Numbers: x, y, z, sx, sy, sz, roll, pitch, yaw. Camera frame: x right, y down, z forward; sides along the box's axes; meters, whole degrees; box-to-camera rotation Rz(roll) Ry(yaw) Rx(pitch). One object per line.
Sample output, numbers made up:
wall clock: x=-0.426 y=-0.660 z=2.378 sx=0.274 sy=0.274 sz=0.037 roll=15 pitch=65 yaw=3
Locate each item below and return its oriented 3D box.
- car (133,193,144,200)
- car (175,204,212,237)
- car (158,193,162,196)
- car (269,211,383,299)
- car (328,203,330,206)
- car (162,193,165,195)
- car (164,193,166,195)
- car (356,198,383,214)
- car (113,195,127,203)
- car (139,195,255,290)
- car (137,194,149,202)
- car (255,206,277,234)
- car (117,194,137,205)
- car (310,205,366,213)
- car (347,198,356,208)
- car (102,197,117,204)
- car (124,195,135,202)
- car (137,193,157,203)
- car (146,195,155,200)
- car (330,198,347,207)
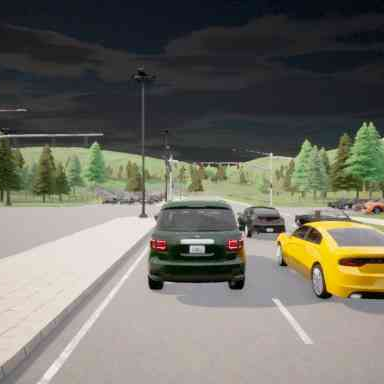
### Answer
car: x=-15.118 y=1.222 z=94.148 sx=2.150 sy=2.045 sz=5.566 roll=0 pitch=0 yaw=0
car: x=0.072 y=1.505 z=19.089 sx=1.837 sy=1.490 sz=4.892 roll=0 pitch=0 yaw=0
car: x=-8.115 y=1.355 z=69.635 sx=2.097 sy=1.767 sz=4.553 roll=0 pitch=0 yaw=0
car: x=3.586 y=1.478 z=8.488 sx=1.882 sy=1.535 sz=5.008 roll=0 pitch=0 yaw=0
car: x=21.221 y=1.547 z=44.918 sx=5.357 sy=1.411 sz=2.033 roll=0 pitch=0 yaw=1
car: x=-8.130 y=1.552 z=78.512 sx=1.994 sy=1.385 sz=4.181 roll=0 pitch=0 yaw=0
car: x=-8.131 y=1.224 z=92.385 sx=2.150 sy=2.045 sz=5.566 roll=0 pitch=0 yaw=0
car: x=20.037 y=1.352 z=34.424 sx=4.553 sy=1.767 sz=2.097 roll=0 pitch=0 yaw=0
car: x=-15.116 y=1.500 z=70.302 sx=1.837 sy=1.490 sz=4.892 roll=0 pitch=0 yaw=0
car: x=0.088 y=1.221 z=9.232 sx=2.150 sy=2.045 sz=5.566 roll=0 pitch=0 yaw=0
car: x=-11.631 y=1.355 z=78.871 sx=2.097 sy=1.767 sz=4.553 roll=0 pitch=0 yaw=0
car: x=3.574 y=1.505 z=17.712 sx=1.837 sy=1.490 sz=4.892 roll=0 pitch=0 yaw=0
car: x=-11.709 y=1.526 z=60.205 sx=1.812 sy=1.442 sz=4.674 roll=0 pitch=0 yaw=1
car: x=7.074 y=1.601 z=17.887 sx=1.895 sy=1.301 sz=4.718 roll=0 pitch=0 yaw=0
car: x=20.727 y=1.526 z=37.925 sx=4.674 sy=1.442 sz=1.812 roll=0 pitch=0 yaw=1
car: x=-15.154 y=1.564 z=61.629 sx=1.994 sy=1.385 sz=4.181 roll=0 pitch=0 yaw=0
car: x=-15.134 y=1.478 z=80.690 sx=1.882 sy=1.535 sz=5.008 roll=0 pitch=0 yaw=0
car: x=-8.164 y=1.491 z=60.555 sx=2.128 sy=1.511 sz=4.902 roll=0 pitch=0 yaw=0
car: x=-11.624 y=1.536 z=93.174 sx=1.994 sy=1.385 sz=4.181 roll=0 pitch=0 yaw=0
car: x=20.351 y=1.505 z=41.428 sx=4.892 sy=1.490 sz=1.837 roll=0 pitch=0 yaw=1
